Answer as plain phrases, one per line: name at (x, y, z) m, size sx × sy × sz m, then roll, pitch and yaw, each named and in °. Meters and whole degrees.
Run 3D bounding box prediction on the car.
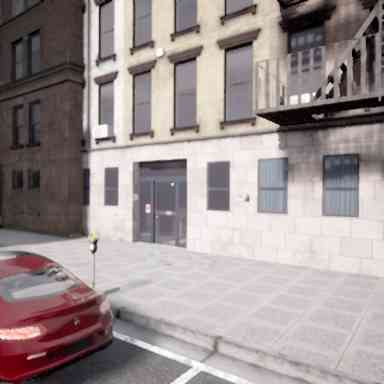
car at (-2.943, 1.548, 4.916) m, size 4.206 × 1.307 × 1.802 m, roll 0°, pitch 0°, yaw 36°
